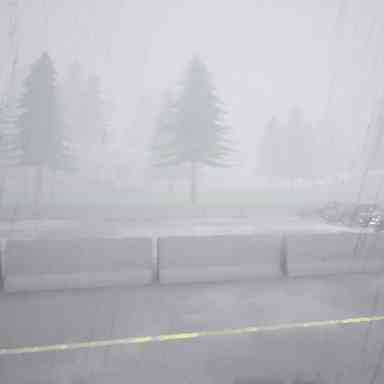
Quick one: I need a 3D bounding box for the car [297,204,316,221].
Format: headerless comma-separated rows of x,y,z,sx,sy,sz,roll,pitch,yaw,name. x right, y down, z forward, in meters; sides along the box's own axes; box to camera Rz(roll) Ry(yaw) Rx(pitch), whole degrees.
11.149,1.500,27.561,5.008,1.535,1.882,0,0,-13,car

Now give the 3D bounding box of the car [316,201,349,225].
11.919,1.531,24.146,4.892,1.490,1.837,0,0,-13,car

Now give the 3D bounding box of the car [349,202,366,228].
12.686,1.534,20.732,4.892,1.490,1.837,0,0,-13,car

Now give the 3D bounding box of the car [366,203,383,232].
11.689,1.386,16.921,4.553,1.767,2.097,0,0,-13,car
